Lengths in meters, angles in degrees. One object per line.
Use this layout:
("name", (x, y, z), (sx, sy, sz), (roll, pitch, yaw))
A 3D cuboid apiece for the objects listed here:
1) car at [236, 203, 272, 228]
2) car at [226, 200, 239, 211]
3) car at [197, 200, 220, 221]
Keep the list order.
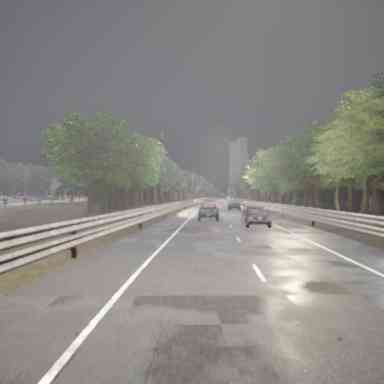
("car", (4.645, 1.800, 24.489), (2.033, 1.411, 5.357), (0, 0, 4))
("car", (6.207, 2.009, 49.688), (1.837, 1.490, 4.892), (0, 0, 4))
("car", (1.527, 1.771, 30.453), (2.128, 1.511, 4.902), (0, 0, 4))
